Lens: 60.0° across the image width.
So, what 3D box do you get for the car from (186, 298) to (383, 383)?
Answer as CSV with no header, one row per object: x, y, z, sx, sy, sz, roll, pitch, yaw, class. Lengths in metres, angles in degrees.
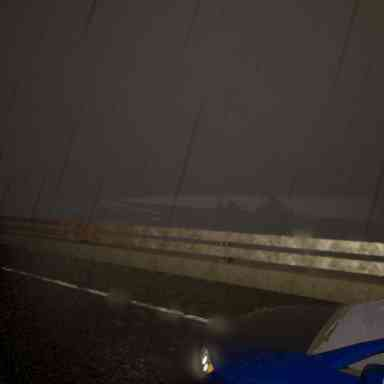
1.991,1.563,2.583,4.181,1.385,1.994,-1,0,35,car
